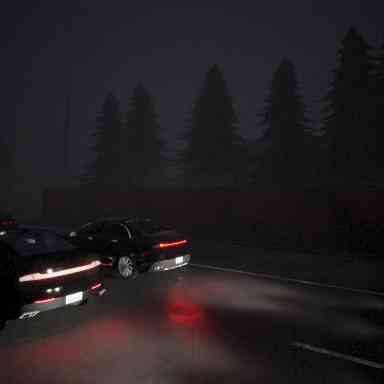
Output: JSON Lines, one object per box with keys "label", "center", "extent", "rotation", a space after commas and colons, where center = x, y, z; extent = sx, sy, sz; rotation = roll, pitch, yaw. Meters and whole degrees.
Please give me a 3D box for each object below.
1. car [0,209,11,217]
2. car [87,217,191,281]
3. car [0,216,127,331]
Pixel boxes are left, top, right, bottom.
{"label": "car", "center": [-9.937, 1.505, 15.451], "extent": [4.892, 1.490, 1.837], "rotation": [0, 0, 36]}
{"label": "car", "center": [-2.298, 1.505, 9.962], "extent": [4.892, 1.490, 1.837], "rotation": [0, 0, 36]}
{"label": "car", "center": [-3.866, 1.492, 6.777], "extent": [4.902, 1.511, 2.128], "rotation": [0, 0, 36]}
